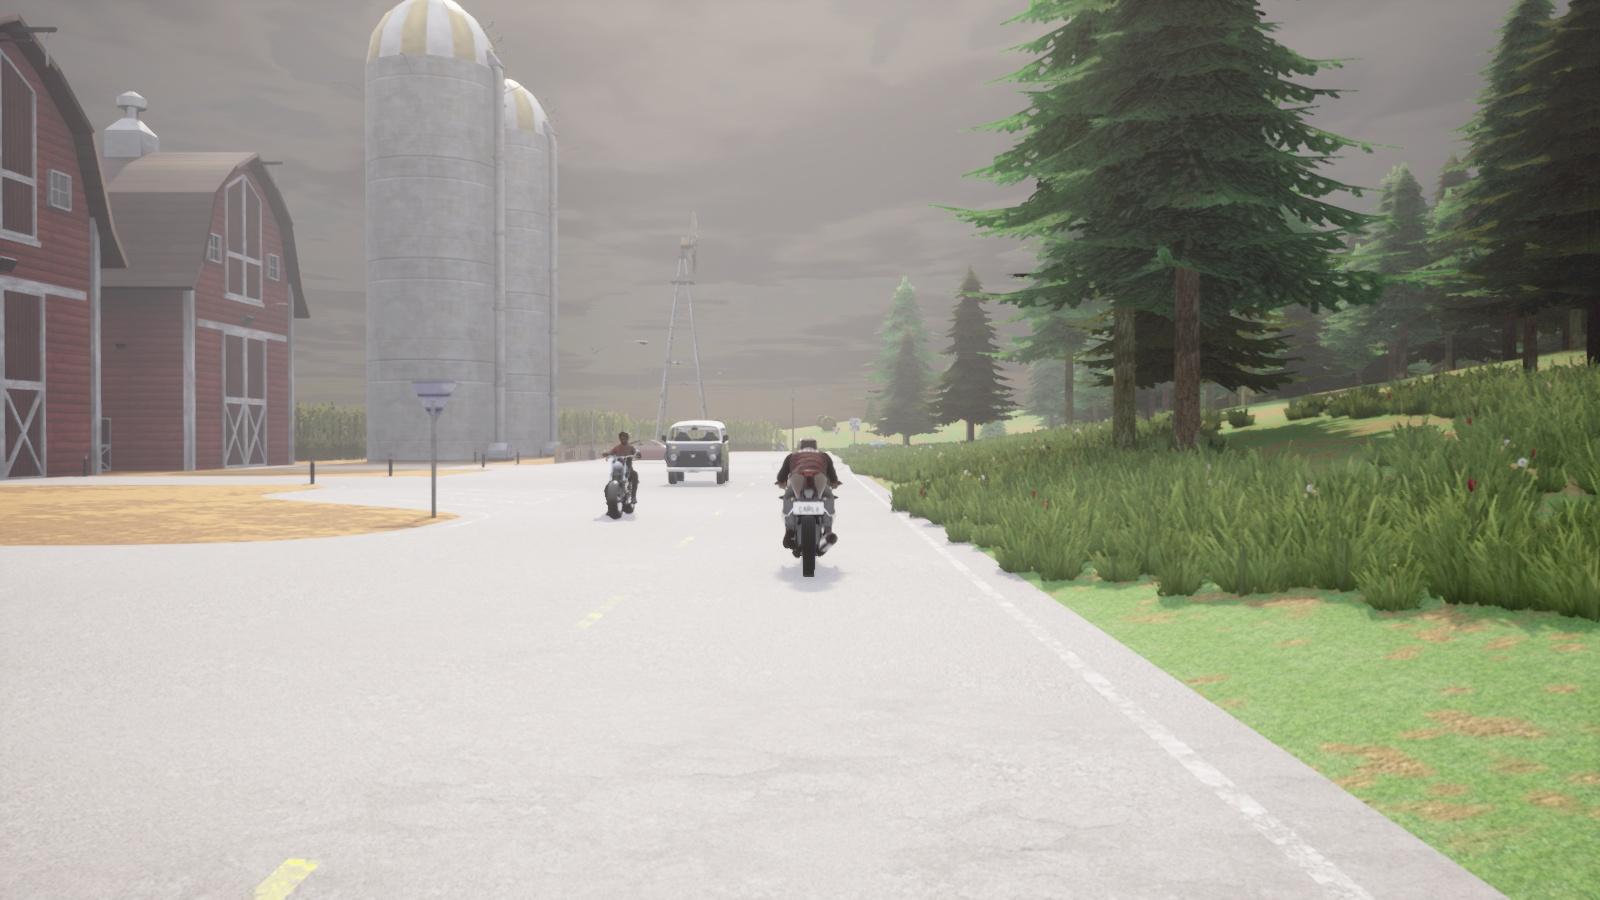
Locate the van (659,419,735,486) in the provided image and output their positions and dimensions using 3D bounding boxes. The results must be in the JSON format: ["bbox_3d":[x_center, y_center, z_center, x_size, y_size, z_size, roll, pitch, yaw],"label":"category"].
[{"bbox_3d":[-3.257,0.052,40.442,2.069,2.038,4.480,0,1,0],"label":"van"}]

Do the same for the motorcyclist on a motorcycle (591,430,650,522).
[{"bbox_3d":[-3.354,0.451,23.677,0.766,1.649,2.350,0,1,0],"label":"motorcyclist on a motorcycle"}]

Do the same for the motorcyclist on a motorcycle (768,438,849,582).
[{"bbox_3d":[0.097,0.632,14.449,0.866,1.530,2.191,0,1,0],"label":"motorcyclist on a motorcycle"}]
